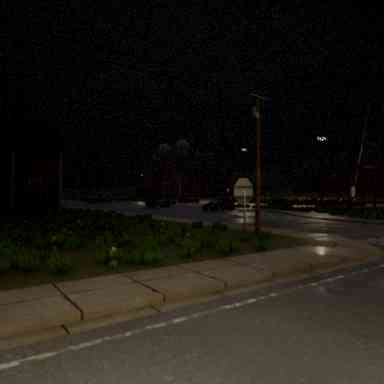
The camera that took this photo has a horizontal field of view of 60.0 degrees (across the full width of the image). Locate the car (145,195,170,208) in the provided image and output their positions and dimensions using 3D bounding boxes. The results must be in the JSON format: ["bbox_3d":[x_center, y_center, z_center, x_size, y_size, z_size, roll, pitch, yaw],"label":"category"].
[{"bbox_3d":[-5.250,1.372,50.428,3.866,1.878,1.905,0,0,-36],"label":"car"}]

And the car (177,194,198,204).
[{"bbox_3d":[-0.585,1.400,66.483,4.605,1.855,1.932,0,0,-36],"label":"car"}]

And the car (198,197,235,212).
[{"bbox_3d":[3.179,1.566,39.891,4.193,1.474,1.816,0,0,-36],"label":"car"}]

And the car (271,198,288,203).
[{"bbox_3d":[12.850,1.611,48.459,3.905,1.438,1.784,0,0,-36],"label":"car"}]

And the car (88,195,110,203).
[{"bbox_3d":[-19.562,1.540,69.950,4.611,1.667,2.242,0,0,-36],"label":"car"}]
